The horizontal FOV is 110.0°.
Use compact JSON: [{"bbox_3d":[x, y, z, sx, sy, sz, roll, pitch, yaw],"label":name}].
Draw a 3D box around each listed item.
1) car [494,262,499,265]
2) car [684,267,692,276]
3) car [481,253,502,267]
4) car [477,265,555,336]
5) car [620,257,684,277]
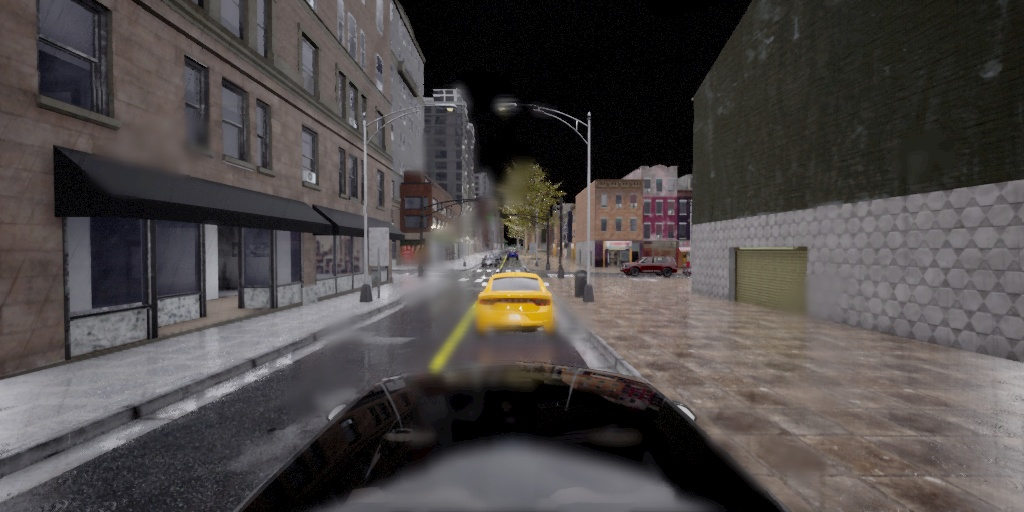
[{"bbox_3d":[0.059,1.247,20.199,1.895,1.301,4.718,0,1,-1],"label":"car"},{"bbox_3d":[18.119,1.297,33.391,4.207,1.307,1.802,0,0,0],"label":"car"},{"bbox_3d":[-2.820,0.615,45.972,2.128,1.511,4.902,0,2,1],"label":"car"},{"bbox_3d":[0.100,1.206,10.414,1.882,1.535,5.008,0,0,0],"label":"car"},{"bbox_3d":[12.717,0.953,33.384,5.009,1.841,2.192,0,0,0],"label":"car"}]
